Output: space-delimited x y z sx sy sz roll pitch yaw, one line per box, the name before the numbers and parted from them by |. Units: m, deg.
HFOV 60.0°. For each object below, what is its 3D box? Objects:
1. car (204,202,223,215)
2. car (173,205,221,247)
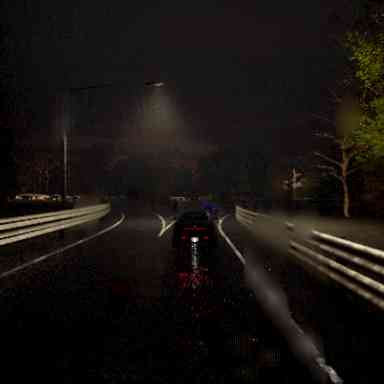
car | 2.080 1.792 35.087 1.812 1.442 4.674 1 -1 12
car | 0.148 1.602 15.469 1.837 1.490 4.892 0 0 1
